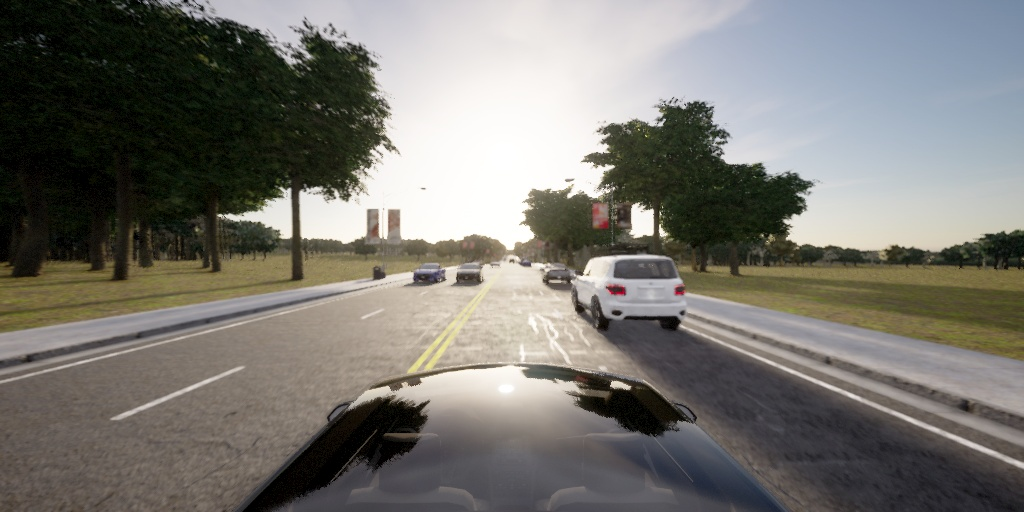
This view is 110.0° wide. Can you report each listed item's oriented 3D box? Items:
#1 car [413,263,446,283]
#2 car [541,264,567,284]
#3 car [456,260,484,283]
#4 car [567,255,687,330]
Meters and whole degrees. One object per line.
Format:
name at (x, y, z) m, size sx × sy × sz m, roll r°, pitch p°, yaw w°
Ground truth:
car at (-6.598, 1.310, 29.096) m, size 1.882 × 1.535 × 5.008 m, roll 0°, pitch 0°, yaw 0°
car at (3.346, 1.321, 27.890) m, size 2.128 × 1.511 × 4.902 m, roll 0°, pitch 0°, yaw 0°
car at (-3.348, 1.311, 29.095) m, size 1.882 × 1.535 × 5.008 m, roll 0°, pitch 0°, yaw 0°
car at (3.348, 0.998, 11.313) m, size 2.150 × 2.045 × 5.566 m, roll 0°, pitch 0°, yaw 0°
